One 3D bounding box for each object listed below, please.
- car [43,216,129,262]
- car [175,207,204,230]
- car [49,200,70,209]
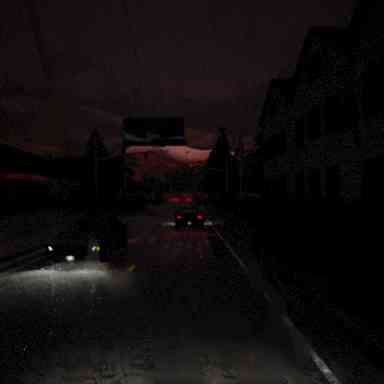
[{"bbox_3d":[-3.725,1.666,12.831,2.033,1.411,5.357,0,-1,0],"label":"car"},{"bbox_3d":[-0.172,1.725,22.468,1.812,1.442,4.674,0,-1,-1],"label":"car"},{"bbox_3d":[-22.912,2.218,59.237,4.611,1.667,2.242,0,-1,-1],"label":"car"}]
